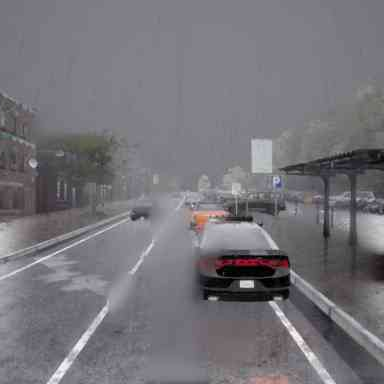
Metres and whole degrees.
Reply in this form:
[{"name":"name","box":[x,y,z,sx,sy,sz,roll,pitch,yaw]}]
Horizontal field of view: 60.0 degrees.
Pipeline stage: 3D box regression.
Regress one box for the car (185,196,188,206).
[{"name":"car","box":[-0.059,1.214,46.852,1.895,1.301,4.718,0,1,1]}]

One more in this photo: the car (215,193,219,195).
[{"name":"car","box":[5.632,1.182,41.264,5.008,1.535,2.097,0,1,0]}]

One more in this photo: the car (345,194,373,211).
[{"name":"car","box":[18.748,1.251,33.740,5.008,1.535,2.097,0,1,0]}]

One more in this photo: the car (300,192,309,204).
[{"name":"car","box":[18.880,1.116,47.622,5.366,1.575,1.946,0,1,0]}]

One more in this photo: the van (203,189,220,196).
[{"name":"van","box":[5.350,0.187,91.722,4.442,1.987,1.878,0,1,0]}]

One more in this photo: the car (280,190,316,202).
[{"name":"car","box":[18.687,0.718,58.723,5.566,2.045,2.435,0,1,0]}]

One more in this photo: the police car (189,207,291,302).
[{"name":"police car","box":[0.958,1.401,8.428,1.930,1.638,5.238,0,0,0]}]

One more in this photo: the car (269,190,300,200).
[{"name":"car","box":[18.659,0.578,67.049,5.566,2.045,2.435,0,1,0]}]

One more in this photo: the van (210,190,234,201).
[{"name":"van","box":[5.678,0.658,63.694,4.442,1.987,1.878,0,1,0]}]

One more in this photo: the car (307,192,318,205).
[{"name":"car","box":[18.700,1.149,44.844,5.008,1.535,2.097,0,1,0]}]

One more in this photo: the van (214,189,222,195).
[{"name":"van","box":[5.511,0.930,44.068,4.442,1.987,1.878,0,1,0]}]

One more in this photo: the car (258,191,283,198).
[{"name":"car","box":[18.407,0.639,78.153,5.366,1.575,1.946,0,1,0]}]

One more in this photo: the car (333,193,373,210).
[{"name":"car","box":[18.738,1.226,36.516,5.008,1.535,2.097,0,1,0]}]

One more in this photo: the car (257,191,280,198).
[{"name":"car","box":[18.589,0.597,80.930,4.892,1.521,2.231,0,1,0]}]

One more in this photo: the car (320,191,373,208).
[{"name":"car","box":[18.695,0.950,39.290,5.566,2.045,2.435,0,1,0]}]

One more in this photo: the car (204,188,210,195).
[{"name":"car","box":[5.543,0.680,60.889,5.566,2.045,2.435,0,1,0]}]

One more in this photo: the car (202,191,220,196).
[{"name":"car","box":[5.452,0.365,94.529,5.008,1.535,2.097,0,1,0]}]

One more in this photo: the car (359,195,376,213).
[{"name":"car","box":[18.758,1.277,30.965,4.892,1.521,2.231,0,1,0]}]

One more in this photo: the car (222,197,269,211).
[{"name":"car","box":[5.659,1.273,35.658,4.674,1.452,2.002,0,1,0]}]

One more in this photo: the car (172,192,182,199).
[{"name":"car","box":[-3.402,0.768,75.666,1.994,1.385,4.181,0,1,0]}]

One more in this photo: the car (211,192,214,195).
[{"name":"car","box":[5.638,1.125,49.676,4.792,1.488,2.163,0,1,0]}]

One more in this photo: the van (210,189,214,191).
[{"name":"van","box":[5.697,0.752,58.090,4.442,1.987,1.878,0,1,0]}]

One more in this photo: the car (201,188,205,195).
[{"name":"car","box":[5.485,0.397,77.708,5.566,2.045,2.435,0,1,0]}]

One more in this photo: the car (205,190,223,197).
[{"name":"car","box":[5.464,0.429,83.315,4.553,1.767,2.185,0,1,0]}]

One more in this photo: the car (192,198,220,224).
[{"name":"car","box":[0.926,1.303,24.526,1.801,1.575,5.366,0,1,0]}]

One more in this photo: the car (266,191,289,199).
[{"name":"car","box":[18.642,0.610,72.603,4.553,1.767,2.185,0,1,0]}]

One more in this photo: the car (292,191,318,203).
[{"name":"car","box":[18.705,1.080,53.176,4.792,1.488,2.163,0,1,0]}]

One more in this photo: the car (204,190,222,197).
[{"name":"car","box":[5.454,0.381,86.118,4.553,1.767,2.185,0,1,0]}]

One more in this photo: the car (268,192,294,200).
[{"name":"car","box":[18.592,0.812,69.828,4.792,1.488,2.163,0,1,0]}]

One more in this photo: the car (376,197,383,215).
[{"name":"car","box":[18.790,1.330,28.190,4.792,1.488,2.163,0,1,0]}]

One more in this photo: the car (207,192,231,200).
[{"name":"car","box":[5.536,0.791,69.303,4.892,1.521,2.231,0,1,0]}]

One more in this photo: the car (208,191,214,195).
[{"name":"car","box":[5.596,1.020,55.286,4.892,1.521,2.231,0,1,0]}]

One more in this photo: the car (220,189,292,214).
[{"name":"car","box":[5.647,1.032,30.048,5.566,2.045,2.435,0,1,0]}]

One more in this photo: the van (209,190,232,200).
[{"name":"van","box":[5.669,0.611,66.497,4.442,1.987,1.878,0,1,0]}]

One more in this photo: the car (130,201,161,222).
[{"name":"car","box":[-3.401,1.387,25.363,2.033,1.411,5.357,0,1,0]}]

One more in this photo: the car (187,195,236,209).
[{"name":"car","box":[0.938,1.254,18.297,2.097,1.767,4.553,0,1,0]}]

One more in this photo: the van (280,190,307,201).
[{"name":"van","box":[18.765,0.697,61.500,4.442,1.987,1.878,0,1,0]}]

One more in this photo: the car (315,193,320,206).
[{"name":"car","box":[18.708,1.177,42.066,4.892,1.521,2.231,0,1,0]}]

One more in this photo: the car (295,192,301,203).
[{"name":"car","box":[18.657,1.119,50.393,4.792,1.488,2.163,0,1,0]}]

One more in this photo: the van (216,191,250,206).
[{"name":"van","box":[5.735,0.900,46.870,4.442,1.987,1.878,0,1,0]}]
